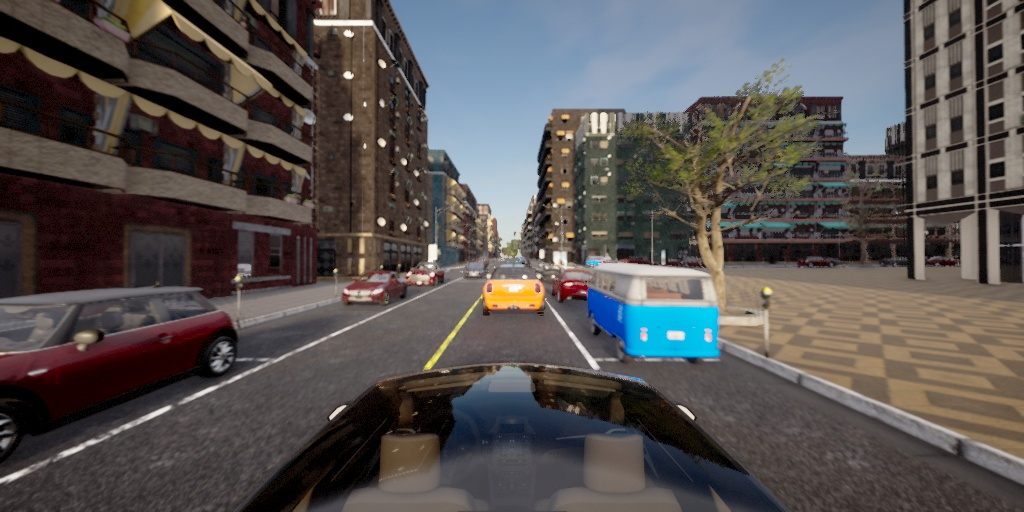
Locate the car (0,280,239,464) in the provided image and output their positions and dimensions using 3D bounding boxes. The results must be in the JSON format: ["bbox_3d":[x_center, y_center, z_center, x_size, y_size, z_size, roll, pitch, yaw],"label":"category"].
[{"bbox_3d":[-5.693,1.186,4.437,1.967,1.591,4.097,0,0,0],"label":"car"}]

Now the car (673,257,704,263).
[{"bbox_3d":[24.773,0.855,48.827,4.097,1.591,1.967,0,0,0],"label":"car"}]

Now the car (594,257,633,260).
[{"bbox_3d":[13.717,1.082,48.908,4.207,1.307,1.802,0,0,0],"label":"car"}]

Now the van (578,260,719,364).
[{"bbox_3d":[2.720,1.081,7.823,1.690,1.789,3.998,0,0,0],"label":"van"}]

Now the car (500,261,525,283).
[{"bbox_3d":[0.075,1.213,28.663,1.837,1.490,4.892,0,0,0],"label":"car"}]

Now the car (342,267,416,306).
[{"bbox_3d":[-5.766,1.310,15.576,1.802,1.307,4.207,0,0,0],"label":"car"}]

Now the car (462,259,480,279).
[{"bbox_3d":[-3.070,1.230,31.397,1.812,1.442,4.674,0,0,0],"label":"car"}]

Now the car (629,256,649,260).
[{"bbox_3d":[19.309,0.882,57.248,5.009,1.841,2.192,0,0,0],"label":"car"}]

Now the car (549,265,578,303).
[{"bbox_3d":[2.778,1.272,16.284,1.888,1.381,4.507,0,0,0],"label":"car"}]

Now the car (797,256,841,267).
[{"bbox_3d":[41.354,0.732,48.704,4.097,1.591,1.967,0,0,0],"label":"car"}]

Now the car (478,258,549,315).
[{"bbox_3d":[0.069,1.083,13.598,2.097,1.767,4.553,0,0,0],"label":"car"}]

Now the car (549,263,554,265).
[{"bbox_3d":[2.826,1.262,26.714,2.007,1.370,4.403,0,0,0],"label":"car"}]

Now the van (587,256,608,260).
[{"bbox_3d":[13.781,0.951,57.289,3.998,1.789,1.690,0,0,0],"label":"van"}]

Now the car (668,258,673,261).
[{"bbox_3d":[24.837,1.070,57.207,4.507,1.381,1.888,0,0,0],"label":"car"}]

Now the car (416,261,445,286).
[{"bbox_3d":[-5.814,1.155,24.480,1.967,1.591,4.097,0,0,0],"label":"car"}]
